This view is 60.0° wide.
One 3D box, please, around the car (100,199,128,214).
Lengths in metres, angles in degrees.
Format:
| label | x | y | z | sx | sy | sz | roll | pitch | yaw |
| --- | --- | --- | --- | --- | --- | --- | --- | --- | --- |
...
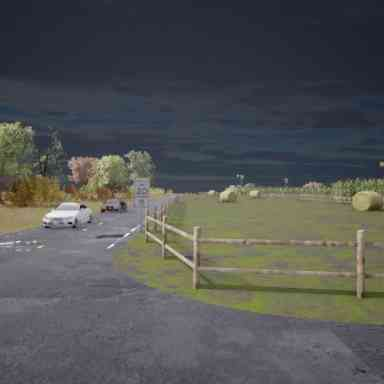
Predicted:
| label | x | y | z | sx | sy | sz | roll | pitch | yaw |
| --- | --- | --- | --- | --- | --- | --- | --- | --- | --- |
| car | -7.696 | 1.369 | 33.119 | 1.994 | 1.385 | 4.181 | 1 | 0 | 0 |

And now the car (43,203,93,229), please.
| label | x | y | z | sx | sy | sz | roll | pitch | yaw |
| --- | --- | --- | --- | --- | --- | --- | --- | --- | --- |
| car | -7.582 | 1.406 | 20.799 | 1.812 | 1.442 | 4.674 | 1 | 0 | -1 |
